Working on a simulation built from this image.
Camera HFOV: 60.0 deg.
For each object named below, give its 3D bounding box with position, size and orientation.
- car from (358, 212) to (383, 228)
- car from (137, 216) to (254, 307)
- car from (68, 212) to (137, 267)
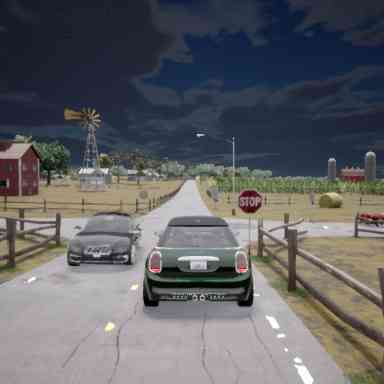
[{"bbox_3d":[14.396,1.798,23.438,4.718,1.301,1.895,1,2,0],"label":"car"},{"bbox_3d":[0.124,1.346,8.139,2.097,1.767,4.553,0,0,0],"label":"car"},{"bbox_3d":[-2.775,1.497,11.532,1.837,1.490,4.892,2,0,-4],"label":"car"}]
